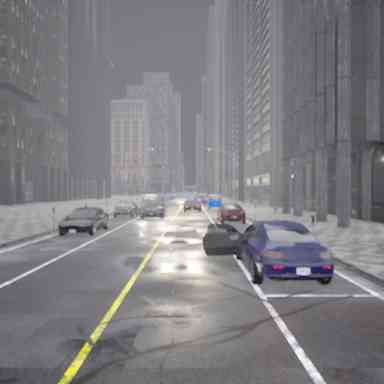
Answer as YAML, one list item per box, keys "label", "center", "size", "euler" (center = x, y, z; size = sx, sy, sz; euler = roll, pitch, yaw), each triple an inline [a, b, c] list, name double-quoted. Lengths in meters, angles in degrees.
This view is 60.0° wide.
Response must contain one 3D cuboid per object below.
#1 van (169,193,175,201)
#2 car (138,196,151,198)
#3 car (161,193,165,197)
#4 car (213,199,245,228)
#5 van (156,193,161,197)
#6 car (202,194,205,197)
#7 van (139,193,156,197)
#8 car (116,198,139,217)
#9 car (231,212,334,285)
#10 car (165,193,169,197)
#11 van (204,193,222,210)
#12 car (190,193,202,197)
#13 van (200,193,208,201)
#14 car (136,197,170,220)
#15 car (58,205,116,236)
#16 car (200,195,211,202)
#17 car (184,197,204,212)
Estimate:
- label: "van"
  center: [-5.776, 1.124, 80.259]
  size: [1.690, 1.788, 3.998]
  euler: [0, 0, 0]
- label: "car"
  center: [-5.769, 1.432, 34.963]
  size: [1.752, 1.417, 4.829]
  euler: [0, 0, 0]
- label: "car"
  center: [-5.772, 1.301, 52.054]
  size: [1.967, 1.590, 4.097]
  euler: [0, 0, 0]
- label: "car"
  center: [2.758, 1.481, 23.857]
  size: [1.887, 1.381, 4.507]
  euler: [0, 0, 0]
- label: "van"
  center: [-5.771, 1.217, 46.413]
  size: [1.690, 1.788, 3.998]
  euler: [0, 0, 0]
- label: "car"
  center: [2.753, 1.427, 57.701]
  size: [1.802, 1.307, 4.206]
  euler: [0, 0, 0]
- label: "van"
  center: [-5.771, 1.232, 40.773]
  size: [1.690, 1.788, 3.998]
  euler: [0, 0, 0]
- label: "car"
  center: [-5.768, 1.472, 29.492]
  size: [2.008, 1.369, 4.403]
  euler: [0, 0, 0]
- label: "car"
  center: [2.352, 1.501, 9.321]
  size: [1.812, 1.442, 4.674]
  euler: [0, 0, 0]
- label: "car"
  center: [-5.773, 1.160, 57.696]
  size: [2.192, 1.841, 5.009]
  euler: [0, 0, 0]
- label: "van"
  center: [2.755, 1.232, 40.779]
  size: [1.690, 1.788, 3.998]
  euler: [0, 0, 0]
- label: "car"
  center: [0.012, 1.352, 46.904]
  size: [1.882, 1.535, 5.008]
  euler: [0, 0, 0]
- label: "van"
  center: [2.750, 1.140, 74.623]
  size: [1.690, 1.788, 3.998]
  euler: [0, 0, 0]
- label: "car"
  center: [-3.100, 1.431, 27.553]
  size: [1.837, 1.490, 4.892]
  euler: [0, 0, 0]
- label: "car"
  center: [-5.766, 1.517, 18.211]
  size: [1.947, 1.339, 4.313]
  euler: [0, 0, 0]
- label: "car"
  center: [2.752, 1.381, 68.983]
  size: [1.947, 1.339, 4.313]
  euler: [0, 0, 0]
- label: "car"
  center: [0.069, 1.503, 36.553]
  size: [1.895, 1.301, 4.718]
  euler: [0, 0, 0]
